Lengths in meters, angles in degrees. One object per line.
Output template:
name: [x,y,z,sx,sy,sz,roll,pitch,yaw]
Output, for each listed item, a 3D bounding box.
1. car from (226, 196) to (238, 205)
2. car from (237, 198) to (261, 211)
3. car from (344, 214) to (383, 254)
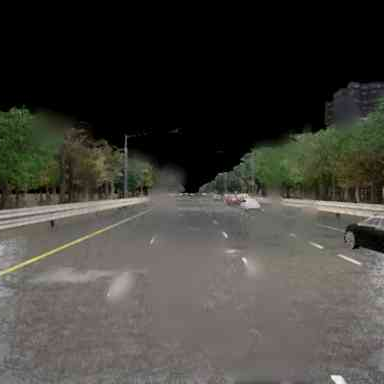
car: [7.080,1.393,57.803,2.097,1.767,4.553,0,0,0]
car: [7.024,1.555,40.161,1.812,1.442,4.674,0,0,0]
car: [7.000,1.492,11.376,2.128,1.511,4.902,0,0,0]
